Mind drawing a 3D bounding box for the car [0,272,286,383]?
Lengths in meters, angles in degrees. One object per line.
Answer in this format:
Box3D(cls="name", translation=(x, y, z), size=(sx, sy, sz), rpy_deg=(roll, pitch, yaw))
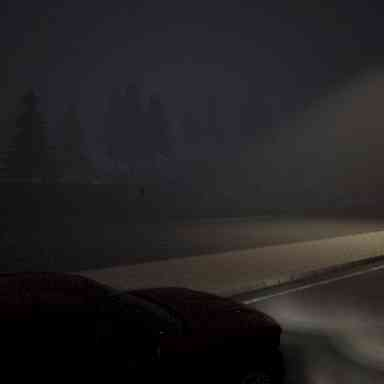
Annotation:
Box3D(cls="car", translation=(-1.307, 1.480, 2.814), size=(5.008, 1.535, 1.882), rpy_deg=(0, 0, -35))
